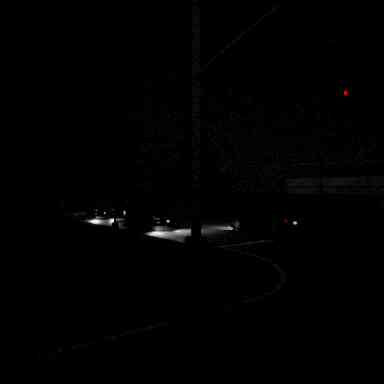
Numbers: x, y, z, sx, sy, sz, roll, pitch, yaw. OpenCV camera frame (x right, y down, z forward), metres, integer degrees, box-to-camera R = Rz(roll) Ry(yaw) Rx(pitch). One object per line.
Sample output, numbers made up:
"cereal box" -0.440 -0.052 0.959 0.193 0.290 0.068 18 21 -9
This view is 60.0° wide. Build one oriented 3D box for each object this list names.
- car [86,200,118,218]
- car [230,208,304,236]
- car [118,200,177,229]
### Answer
"car" -8.378 1.505 30.099 1.837 1.490 4.892 0 0 -26
"car" 4.087 1.564 18.600 1.994 1.385 4.181 0 0 -36
"car" -2.846 1.505 21.858 1.837 1.490 4.892 0 0 -36
